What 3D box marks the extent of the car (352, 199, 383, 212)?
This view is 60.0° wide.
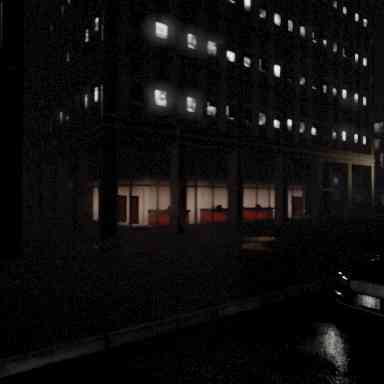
[{"bbox_3d":[20.953,1.663,37.668,1.752,1.417,4.829,1,0,-36],"label":"car"}]

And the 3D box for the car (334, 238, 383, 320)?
[{"bbox_3d":[4.884,1.542,6.851,4.902,1.511,2.128,0,0,-35],"label":"car"}]

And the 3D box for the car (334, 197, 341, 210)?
[{"bbox_3d":[17.513,1.418,42.396,2.192,1.841,5.009,1,0,-36],"label":"car"}]

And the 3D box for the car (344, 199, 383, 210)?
[{"bbox_3d":[24.418,1.740,47.481,2.008,1.369,4.403,1,0,-36],"label":"car"}]
